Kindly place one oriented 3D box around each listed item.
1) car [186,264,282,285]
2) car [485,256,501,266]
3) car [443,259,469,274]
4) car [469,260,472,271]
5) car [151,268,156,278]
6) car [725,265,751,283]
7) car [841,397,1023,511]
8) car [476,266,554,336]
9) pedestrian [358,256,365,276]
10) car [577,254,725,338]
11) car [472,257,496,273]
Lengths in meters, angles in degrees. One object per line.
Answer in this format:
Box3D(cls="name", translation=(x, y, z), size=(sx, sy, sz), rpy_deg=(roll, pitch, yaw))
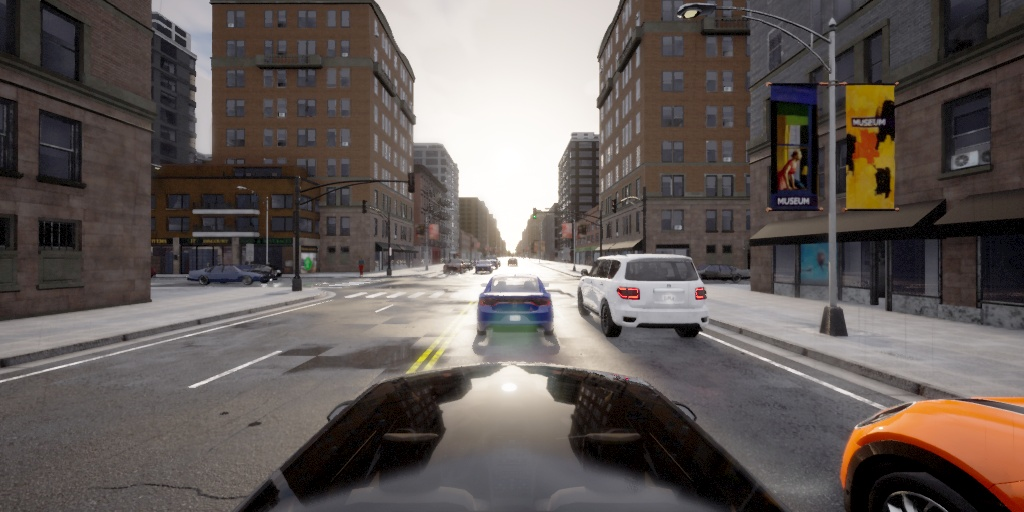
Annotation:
Box3D(cls="car", translation=(-19.624, 1.291, 25.241), size=(5.357, 1.411, 2.033), rpy_deg=(0, 0, 0))
Box3D(cls="car", translation=(-3.289, 0.969, 55.174), size=(2.150, 2.045, 5.566), rpy_deg=(0, 0, 0))
Box3D(cls="car", translation=(-6.559, 1.101, 41.311), size=(2.097, 1.767, 4.553), rpy_deg=(0, 0, 0))
Box3D(cls="car", translation=(-6.546, 1.252, 50.363), size=(1.837, 1.490, 4.892), rpy_deg=(0, 0, 1))
Box3D(cls="car", translation=(-33.118, 1.343, 30.809), size=(4.207, 1.307, 1.802), rpy_deg=(0, 0, 0))
Box3D(cls="car", translation=(15.868, 1.338, 28.322), size=(5.357, 1.411, 2.033), rpy_deg=(0, 0, 0))
Box3D(cls="car", translation=(3.343, 1.102, 0.585), size=(2.097, 1.767, 4.553), rpy_deg=(0, 0, 0))
Box3D(cls="car", translation=(0.090, 1.228, 10.440), size=(1.882, 1.535, 5.008), rpy_deg=(0, 0, 0))
Box3D(cls="pedestrian", translation=(-14.110, 0.920, 33.569), size=(0.375, 1.860, 0.375), rpy_deg=(0, 0, 0))
Box3D(cls="car", translation=(3.341, 0.972, 10.294), size=(2.150, 2.045, 5.566), rpy_deg=(0, 0, 0))
Box3D(cls="car", translation=(-3.309, 1.226, 43.047), size=(1.882, 1.535, 5.008), rpy_deg=(0, 0, 0))
